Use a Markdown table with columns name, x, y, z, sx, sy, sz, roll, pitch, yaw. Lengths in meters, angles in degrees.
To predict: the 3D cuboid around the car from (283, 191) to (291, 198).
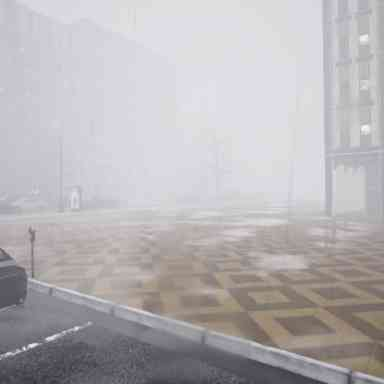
| name | x | y | z | sx | sy | sz | roll | pitch | yaw |
| --- | --- | --- | --- | --- | --- | --- | --- | --- | --- |
| car | 22.141 | 0.931 | 82.071 | 1.802 | 1.307 | 4.206 | -1 | 0 | 36 |

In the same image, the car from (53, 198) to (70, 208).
| name | x | y | z | sx | sy | sz | roll | pitch | yaw |
| --- | --- | --- | --- | --- | --- | --- | --- | --- | --- |
| car | -17.053 | 1.414 | 42.207 | 1.887 | 1.381 | 4.507 | -1 | 0 | 36 |

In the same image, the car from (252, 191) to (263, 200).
| name | x | y | z | sx | sy | sz | roll | pitch | yaw |
| --- | --- | --- | --- | --- | --- | --- | --- | --- | --- |
| car | 12.419 | 1.045 | 68.637 | 1.802 | 1.307 | 4.206 | -1 | 0 | 36 |

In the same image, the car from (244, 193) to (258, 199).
| name | x | y | z | sx | sy | sz | roll | pitch | yaw |
| --- | --- | --- | --- | --- | --- | --- | --- | --- | --- |
| car | 15.354 | 1.039 | 86.985 | 1.947 | 1.339 | 4.313 | -1 | 0 | 36 |

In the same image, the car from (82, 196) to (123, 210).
| name | x | y | z | sx | sy | sz | roll | pitch | yaw |
| --- | --- | --- | --- | --- | --- | --- | --- | --- | --- |
| car | -10.266 | 1.185 | 37.292 | 1.967 | 1.590 | 4.097 | -1 | 0 | 36 |

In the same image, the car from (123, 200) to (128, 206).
| name | x | y | z | sx | sy | sz | roll | pitch | yaw |
| --- | --- | --- | --- | --- | --- | --- | --- | --- | --- |
| car | -11.164 | 1.383 | 45.929 | 1.895 | 1.301 | 4.718 | -1 | 0 | 36 |

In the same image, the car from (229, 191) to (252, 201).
| name | x | y | z | sx | sy | sz | roll | pitch | yaw |
| --- | --- | --- | --- | --- | --- | --- | --- | --- | --- |
| car | 9.178 | 1.047 | 64.159 | 1.887 | 1.381 | 4.507 | -1 | 0 | 36 |

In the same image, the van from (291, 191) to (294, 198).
| name | x | y | z | sx | sy | sz | roll | pitch | yaw |
| --- | --- | --- | --- | --- | --- | --- | --- | --- | --- |
| van | 25.379 | 0.654 | 86.549 | 1.690 | 1.788 | 3.998 | -1 | 0 | 36 |

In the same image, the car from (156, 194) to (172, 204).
| name | x | y | z | sx | sy | sz | roll | pitch | yaw |
| --- | --- | --- | --- | --- | --- | --- | --- | --- | --- |
| car | -3.995 | 1.169 | 55.765 | 1.882 | 1.535 | 5.008 | -1 | 0 | 36 |

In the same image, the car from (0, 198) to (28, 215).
| name | x | y | z | sx | sy | sz | roll | pitch | yaw |
| --- | --- | --- | --- | --- | --- | --- | --- | --- | --- |
| car | -16.747 | 1.412 | 28.336 | 1.802 | 1.307 | 4.206 | -1 | 0 | 36 |

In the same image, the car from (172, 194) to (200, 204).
| name | x | y | z | sx | sy | sz | roll | pitch | yaw |
| --- | --- | --- | --- | --- | --- | --- | --- | --- | --- |
| car | -0.545 | 1.061 | 50.725 | 1.967 | 1.590 | 4.097 | -1 | 0 | 36 |

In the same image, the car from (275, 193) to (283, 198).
| name | x | y | z | sx | sy | sz | roll | pitch | yaw |
| --- | --- | --- | --- | --- | --- | --- | --- | --- | --- |
| car | 18.900 | 0.938 | 77.592 | 2.008 | 1.369 | 4.403 | -1 | 0 | 36 |

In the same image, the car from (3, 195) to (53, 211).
| name | x | y | z | sx | sy | sz | roll | pitch | yaw |
| --- | --- | --- | --- | --- | --- | --- | --- | --- | --- |
| car | -18.147 | 1.398 | 36.310 | 1.812 | 1.442 | 4.674 | -1 | 0 | 36 |

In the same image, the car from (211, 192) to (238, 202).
| name | x | y | z | sx | sy | sz | roll | pitch | yaw |
| --- | --- | --- | --- | --- | --- | --- | --- | --- | --- |
| car | 5.938 | 1.092 | 59.681 | 2.008 | 1.369 | 4.403 | -1 | 0 | 36 |

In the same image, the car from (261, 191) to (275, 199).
| name | x | y | z | sx | sy | sz | roll | pitch | yaw |
| --- | --- | --- | --- | --- | --- | --- | --- | --- | --- |
| car | 15.657 | 0.740 | 73.114 | 2.192 | 1.841 | 5.009 | -1 | 0 | 36 |

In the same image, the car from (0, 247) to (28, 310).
| name | x | y | z | sx | sy | sz | roll | pitch | yaw |
| --- | --- | --- | --- | --- | --- | --- | --- | --- | --- |
| car | -4.979 | 1.553 | 6.596 | 4.403 | 1.369 | 2.008 | 0 | -1 | 35 |
